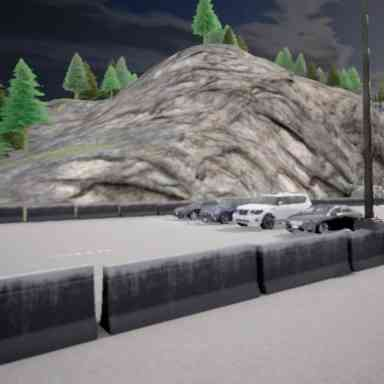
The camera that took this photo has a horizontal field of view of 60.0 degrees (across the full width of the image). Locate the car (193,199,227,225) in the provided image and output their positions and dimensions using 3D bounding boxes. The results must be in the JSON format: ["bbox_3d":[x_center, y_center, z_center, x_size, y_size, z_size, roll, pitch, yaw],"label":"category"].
[{"bbox_3d":[2.698,1.222,22.906,4.553,1.767,2.097,0,0,-35],"label":"car"}]

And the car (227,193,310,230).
[{"bbox_3d":[5.088,1.105,20.306,5.566,2.045,2.150,0,0,-35],"label":"car"}]

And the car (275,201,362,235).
[{"bbox_3d":[6.952,1.391,17.340,4.902,1.511,2.128,0,0,-35],"label":"car"}]

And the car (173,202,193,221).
[{"bbox_3d":[0.859,1.359,25.891,4.892,1.490,1.837,0,0,-35],"label":"car"}]
